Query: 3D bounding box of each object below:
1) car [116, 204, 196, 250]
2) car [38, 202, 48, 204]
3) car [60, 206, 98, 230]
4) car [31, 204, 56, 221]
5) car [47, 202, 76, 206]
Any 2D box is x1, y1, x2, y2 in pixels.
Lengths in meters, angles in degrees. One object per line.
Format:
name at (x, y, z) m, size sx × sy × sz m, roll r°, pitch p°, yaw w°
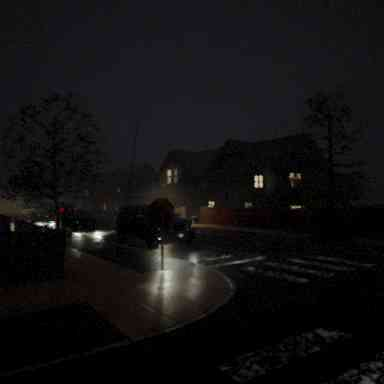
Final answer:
car at (-2.086, 1.667, 17.276) m, size 2.150 × 2.045 × 5.566 m, roll 0°, pitch -1°, yaw -35°
car at (-22.335, 2.580, 50.452) m, size 2.150 × 2.045 × 5.566 m, roll 0°, pitch -1°, yaw -36°
car at (-9.303, 2.218, 27.358) m, size 1.882 × 1.535 × 5.008 m, roll 0°, pitch -1°, yaw -36°
car at (-17.469, 2.566, 38.820) m, size 2.128 × 1.511 × 4.902 m, roll 0°, pitch -1°, yaw -35°
car at (-16.143, 2.329, 41.876) m, size 2.150 × 2.045 × 5.566 m, roll 0°, pitch -1°, yaw -35°
